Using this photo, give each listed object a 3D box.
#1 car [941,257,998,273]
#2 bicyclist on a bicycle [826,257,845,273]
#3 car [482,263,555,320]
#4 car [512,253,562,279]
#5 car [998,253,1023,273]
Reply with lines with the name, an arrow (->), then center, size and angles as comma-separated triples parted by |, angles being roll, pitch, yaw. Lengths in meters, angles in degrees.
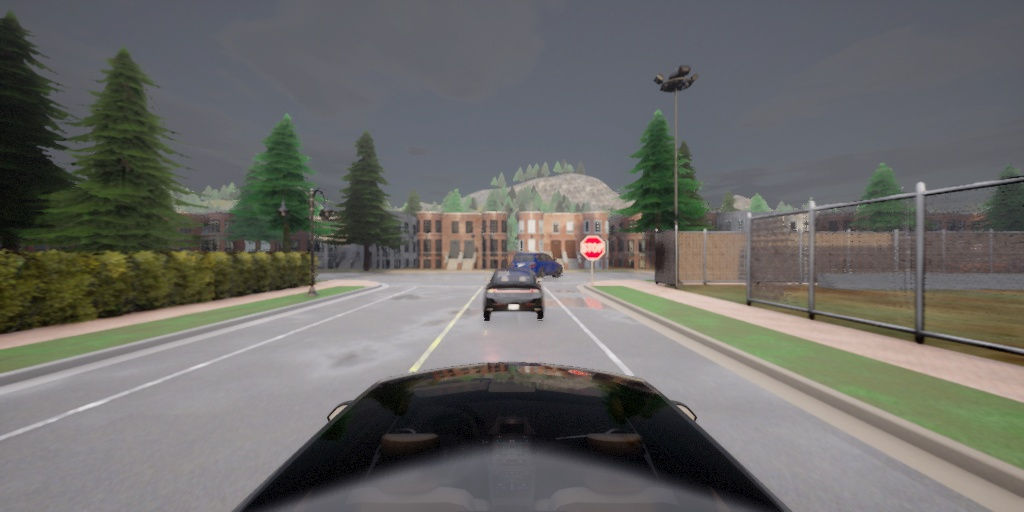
car -> 42.858, 0.843, 33.174 | 4.553, 1.767, 2.097 | 0, 0, 0
bicyclist on a bicycle -> 21.734, 0.864, 24.111 | 0.582, 1.620, 1.656 | 0, 0, 0
car -> 0.064, 1.163, 12.205 | 2.128, 1.511, 4.902 | 0, 0, 0
car -> 1.912, 0.770, 27.098 | 2.150, 2.045, 5.566 | -1, 0, 29
car -> 44.554, 0.742, 29.579 | 5.566, 2.045, 2.150 | 0, 0, 0
